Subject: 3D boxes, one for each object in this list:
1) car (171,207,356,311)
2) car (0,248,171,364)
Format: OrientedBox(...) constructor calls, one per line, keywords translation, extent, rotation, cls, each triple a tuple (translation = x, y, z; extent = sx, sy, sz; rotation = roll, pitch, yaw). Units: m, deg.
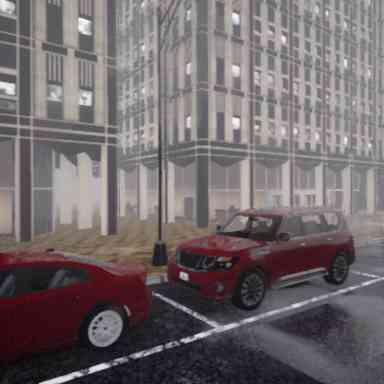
OrientedBox(translation=(1.892, 1.311, 7.917), extent=(5.009, 1.841, 2.192), rotation=(0, 0, -36), cls="car")
OrientedBox(translation=(-2.745, 1.544, 4.606), extent=(4.507, 1.381, 1.887), rotation=(0, 0, -36), cls="car")
